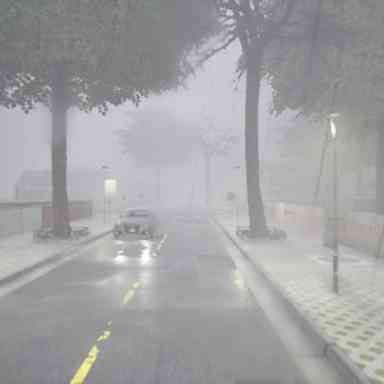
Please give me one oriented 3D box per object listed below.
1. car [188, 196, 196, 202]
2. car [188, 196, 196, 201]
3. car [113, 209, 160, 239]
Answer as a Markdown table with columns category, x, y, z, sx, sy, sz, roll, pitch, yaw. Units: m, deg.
| category | x | y | z | sx | sy | sz | roll | pitch | yaw |
| --- | --- | --- | --- | --- | --- | --- | --- | --- | --- |
| car | -0.002 | 1.799 | 81.760 | 1.812 | 1.442 | 4.674 | 0 | 0 | 0 |
| car | -0.002 | 1.760 | 91.793 | 1.895 | 1.301 | 4.718 | 0 | 0 | 0 |
| car | -2.832 | 1.628 | 17.695 | 1.994 | 1.385 | 4.181 | 0 | 0 | 0 |
